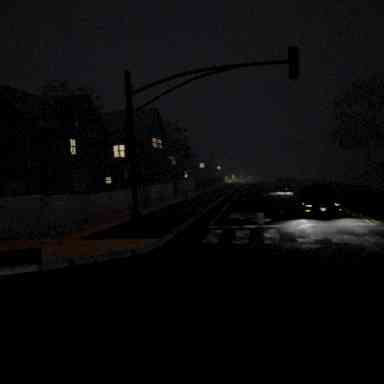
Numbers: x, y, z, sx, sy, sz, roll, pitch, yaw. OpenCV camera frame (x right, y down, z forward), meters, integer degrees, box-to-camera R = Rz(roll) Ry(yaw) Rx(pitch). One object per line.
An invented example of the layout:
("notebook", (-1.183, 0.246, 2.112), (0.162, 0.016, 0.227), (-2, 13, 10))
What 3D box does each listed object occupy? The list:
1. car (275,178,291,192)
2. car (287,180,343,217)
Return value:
("car", (9.920, -0.835, 35.768), (2.033, 1.411, 5.357), (-2, 3, 11))
("car", (6.168, 0.346, 16.832), (1.837, 1.490, 4.892), (-2, 3, 11))
